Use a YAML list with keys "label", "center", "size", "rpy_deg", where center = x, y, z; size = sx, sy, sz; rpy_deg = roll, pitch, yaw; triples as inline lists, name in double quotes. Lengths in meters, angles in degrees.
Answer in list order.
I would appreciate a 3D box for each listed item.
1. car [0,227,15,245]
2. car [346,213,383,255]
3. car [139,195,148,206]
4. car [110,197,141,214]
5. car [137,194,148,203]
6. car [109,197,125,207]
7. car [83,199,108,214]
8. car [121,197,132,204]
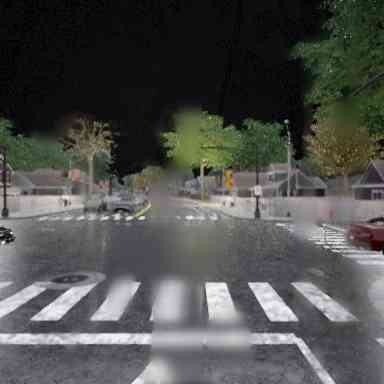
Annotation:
- label: "car"
  center: [-9.997, 1.582, 13.120]
  size: [5.357, 1.411, 2.033]
  rpy_deg: [0, 0, 3]
- label: "car"
  center: [8.396, 1.552, 12.251]
  size: [5.008, 1.535, 1.882]
  rpy_deg: [0, 0, 3]
- label: "car"
  center: [-8.680, 1.541, 54.083]
  size: [2.128, 1.511, 4.902]
  rpy_deg: [0, 0, -5]
- label: "car"
  center: [-7.374, 1.593, 36.681]
  size: [2.033, 1.411, 5.357]
  rpy_deg: [0, 0, -1]
- label: "car"
  center: [-10.274, 1.390, 69.214]
  size: [2.097, 1.767, 4.553]
  rpy_deg: [0, 0, -7]
- label: "car"
  center: [-11.842, 1.575, 52.951]
  size: [1.812, 1.442, 4.674]
  rpy_deg: [0, 0, -5]
- label: "car"
  center: [-10.670, 1.524, 36.941]
  size: [1.882, 1.535, 5.008]
  rpy_deg: [0, 1, -3]
- label: "car"
  center: [-13.384, 1.635, 67.888]
  size: [1.895, 1.301, 4.718]
  rpy_deg: [0, 0, -7]
